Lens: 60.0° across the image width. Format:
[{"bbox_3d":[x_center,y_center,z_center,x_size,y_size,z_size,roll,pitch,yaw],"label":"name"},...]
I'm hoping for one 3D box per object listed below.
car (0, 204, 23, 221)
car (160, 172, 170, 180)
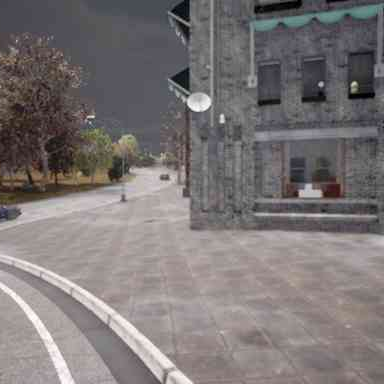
[{"bbox_3d":[-12.762,1.232,20.055,2.033,1.411,5.357,0,3,10],"label":"car"},{"bbox_3d":[-5.467,-3.227,66.960,2.128,1.511,4.902,0,5,-3],"label":"car"}]
